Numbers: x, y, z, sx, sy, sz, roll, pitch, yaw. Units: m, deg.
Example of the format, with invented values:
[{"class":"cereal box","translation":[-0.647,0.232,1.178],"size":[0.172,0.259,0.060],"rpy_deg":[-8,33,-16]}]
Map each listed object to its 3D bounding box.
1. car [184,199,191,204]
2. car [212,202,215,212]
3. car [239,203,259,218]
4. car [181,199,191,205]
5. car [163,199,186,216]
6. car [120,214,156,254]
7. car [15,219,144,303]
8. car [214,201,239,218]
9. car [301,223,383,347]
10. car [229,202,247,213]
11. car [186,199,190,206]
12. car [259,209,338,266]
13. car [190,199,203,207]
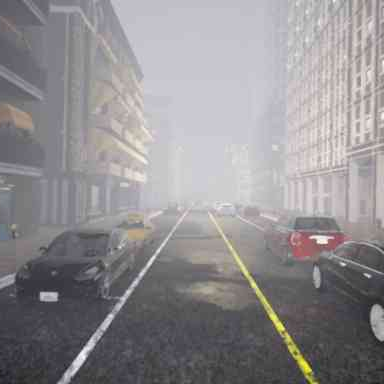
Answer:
[{"class":"car","translation":[-1.093,2.477,89.041],"size":[1.802,1.307,4.206],"rpy_deg":[1,-1,1]},{"class":"car","translation":[3.857,2.090,48.090],"size":[1.812,1.442,4.674],"rpy_deg":[1,0,1]},{"class":"car","translation":[6.317,2.041,36.431],"size":[1.887,1.381,4.507],"rpy_deg":[1,-1,1]},{"class":"car","translation":[-1.293,2.303,76.126],"size":[2.008,1.369,4.403],"rpy_deg":[1,-1,1]},{"class":"car","translation":[-2.058,1.763,36.597],"size":[1.967,1.590,4.097],"rpy_deg":[1,-1,1]},{"class":"car","translation":[-2.501,1.610,13.838],"size":[1.752,1.417,4.829],"rpy_deg":[1,-1,1]},{"class":"car","translation":[-2.609,1.594,8.360],"size":[1.947,1.339,4.313],"rpy_deg":[1,-1,1]},{"class":"car","translation":[3.660,1.962,36.031],"size":[1.812,1.442,4.674],"rpy_deg":[1,0,2]},{"class":"car","translation":[3.828,1.649,6.466],"size":[1.837,1.490,4.892],"rpy_deg":[1,-1,2]},{"class":"car","translation":[6.536,2.167,47.726],"size":[2.008,1.369,4.403],"rpy_deg":[1,-1,1]},{"class":"car","translation":[-1.403,2.241,70.479],"size":[2.008,1.369,4.403],"rpy_deg":[1,-1,1]},{"class":"car","translation":[4.065,1.559,12.415],"size":[2.097,1.767,4.553],"rpy_deg":[1,-1,1]},{"class":"car","translation":[1.266,2.223,69.211],"size":[2.128,1.511,4.902],"rpy_deg":[1,-1,1]}]
